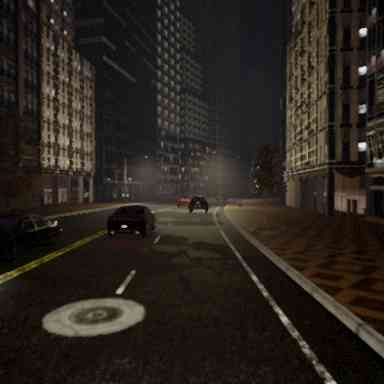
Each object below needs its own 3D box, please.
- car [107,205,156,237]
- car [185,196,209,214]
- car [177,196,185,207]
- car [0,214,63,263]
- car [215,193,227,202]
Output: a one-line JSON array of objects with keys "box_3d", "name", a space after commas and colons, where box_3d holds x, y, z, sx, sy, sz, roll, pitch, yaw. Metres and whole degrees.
[{"box_3d": [-3.118, 1.449, 17.893, 1.882, 1.535, 5.008, 0, 0, 1], "name": "car"}, {"box_3d": [0.726, 1.188, 34.763, 2.033, 1.649, 4.856, 0, 0, 4], "name": "car"}, {"box_3d": [-0.796, 1.305, 49.076, 2.097, 1.767, 4.553, 0, 0, 8], "name": "car"}, {"box_3d": [-6.532, 1.527, 12.106, 2.033, 1.411, 5.357, 0, 0, 0], "name": "car"}, {"box_3d": [6.063, 1.111, 68.944, 2.033, 1.649, 4.856, 0, 0, 13], "name": "car"}]
